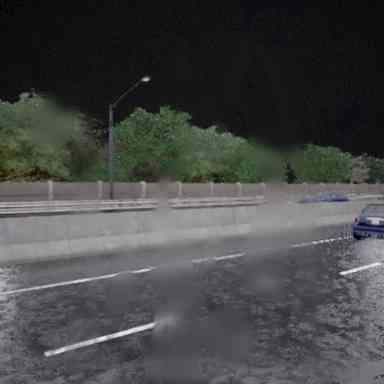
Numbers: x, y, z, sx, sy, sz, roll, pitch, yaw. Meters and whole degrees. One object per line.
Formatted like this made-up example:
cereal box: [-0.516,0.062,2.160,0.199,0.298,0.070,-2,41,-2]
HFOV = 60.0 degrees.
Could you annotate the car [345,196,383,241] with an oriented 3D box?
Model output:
car: [8.993,1.198,14.381,4.553,1.767,2.097,-1,0,-35]

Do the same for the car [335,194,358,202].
car: [16.687,1.179,32.905,4.892,1.490,1.837,-1,0,-35]

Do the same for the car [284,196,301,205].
car: [12.741,1.164,38.686,4.902,1.511,2.128,-1,0,-35]

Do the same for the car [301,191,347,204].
car: [14.707,0.895,35.789,5.566,2.045,2.150,-1,0,-35]
